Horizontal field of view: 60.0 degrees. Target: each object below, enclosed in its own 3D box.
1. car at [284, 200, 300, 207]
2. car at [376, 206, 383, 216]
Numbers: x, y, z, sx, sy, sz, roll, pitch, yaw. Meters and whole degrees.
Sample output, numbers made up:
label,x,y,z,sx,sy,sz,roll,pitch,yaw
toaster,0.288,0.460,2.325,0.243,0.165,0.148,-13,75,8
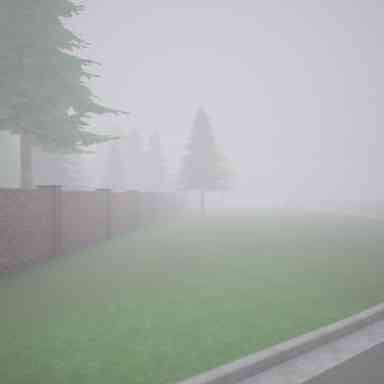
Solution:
label,x,y,z,sx,sy,sz,roll,pitch,yaw
car,19.756,2.271,65.990,2.033,1.411,5.357,-1,-1,1
car,19.995,1.804,32.999,1.812,1.442,4.674,0,-1,8
